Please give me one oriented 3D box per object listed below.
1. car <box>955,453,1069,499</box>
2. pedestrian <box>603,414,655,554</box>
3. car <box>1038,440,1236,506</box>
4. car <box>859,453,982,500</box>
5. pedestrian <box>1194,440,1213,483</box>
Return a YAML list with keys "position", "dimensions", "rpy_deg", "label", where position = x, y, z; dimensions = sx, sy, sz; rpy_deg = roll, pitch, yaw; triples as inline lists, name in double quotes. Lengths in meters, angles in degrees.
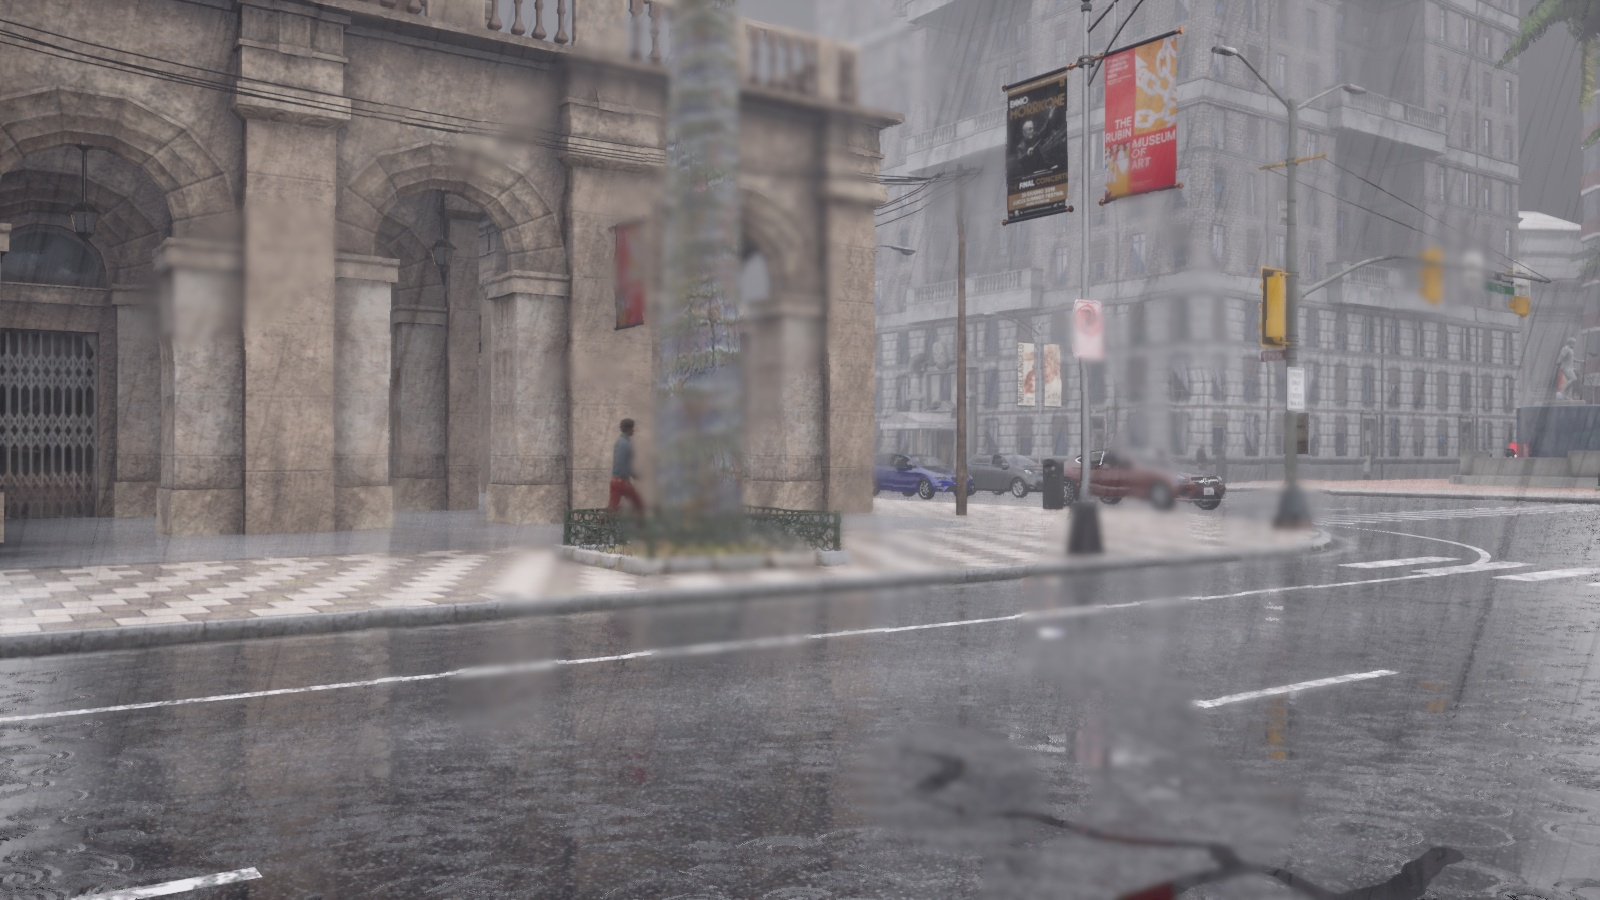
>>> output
- position: [7.234, 0.849, 43.140]
  dimensions: [1.845, 1.501, 3.633]
  rpy_deg: [0, 0, -35]
  label: "car"
- position: [-2.305, 0.448, 16.901]
  dimensions: [0.614, 1.847, 0.353]
  rpy_deg: [0, 0, -26]
  label: "pedestrian"
- position: [9.144, 0.588, 34.468]
  dimensions: [2.152, 1.651, 5.027]
  rpy_deg: [0, 0, -35]
  label: "car"
- position: [3.948, 0.852, 41.834]
  dimensions: [1.816, 1.474, 4.193]
  rpy_deg: [0, 0, -34]
  label: "car"
- position: [17.529, 0.498, 54.564]
  dimensions: [0.376, 1.854, 0.720]
  rpy_deg: [0, 0, -30]
  label: "pedestrian"
